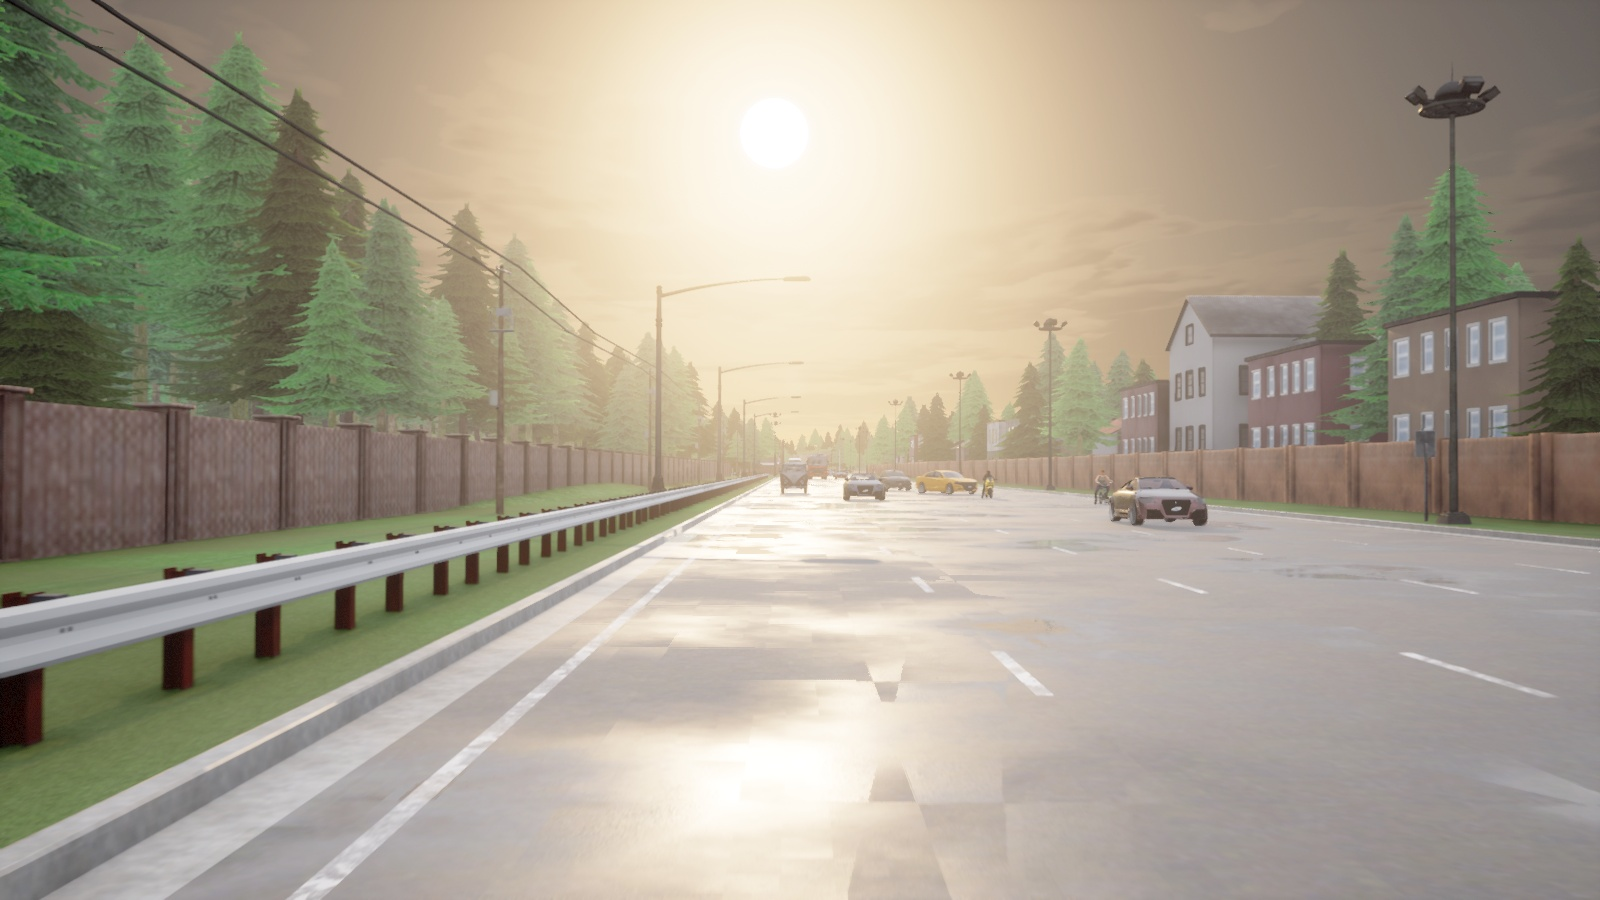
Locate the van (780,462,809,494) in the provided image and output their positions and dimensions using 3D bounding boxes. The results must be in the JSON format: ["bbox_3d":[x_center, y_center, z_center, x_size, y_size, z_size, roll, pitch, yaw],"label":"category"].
[{"bbox_3d":[-0.357,1.778,80.450,1.775,1.987,4.442,0,-1,0],"label":"van"}]

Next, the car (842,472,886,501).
[{"bbox_3d":[3.217,1.817,63.404,1.994,1.385,4.181,0,-1,0],"label":"car"}]

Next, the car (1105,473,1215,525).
[{"bbox_3d":[10.337,1.382,36.388,1.994,1.385,4.181,0,-1,0],"label":"car"}]

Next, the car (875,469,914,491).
[{"bbox_3d":[6.870,2.169,91.688,1.837,1.490,4.892,-1,-1,-8],"label":"car"}]

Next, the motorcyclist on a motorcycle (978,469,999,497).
[{"bbox_3d":[10.205,1.777,68.027,0.797,1.523,2.044,0,-1,0],"label":"motorcyclist on a motorcycle"}]

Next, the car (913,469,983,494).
[{"bbox_3d":[9.284,1.942,79.070,1.882,1.535,5.008,1,-1,-28],"label":"car"}]
